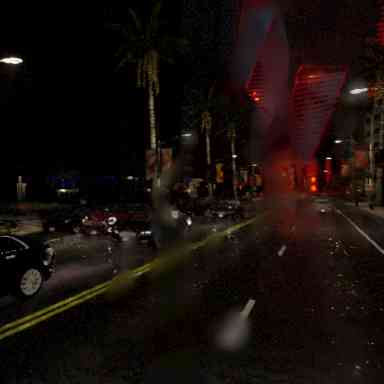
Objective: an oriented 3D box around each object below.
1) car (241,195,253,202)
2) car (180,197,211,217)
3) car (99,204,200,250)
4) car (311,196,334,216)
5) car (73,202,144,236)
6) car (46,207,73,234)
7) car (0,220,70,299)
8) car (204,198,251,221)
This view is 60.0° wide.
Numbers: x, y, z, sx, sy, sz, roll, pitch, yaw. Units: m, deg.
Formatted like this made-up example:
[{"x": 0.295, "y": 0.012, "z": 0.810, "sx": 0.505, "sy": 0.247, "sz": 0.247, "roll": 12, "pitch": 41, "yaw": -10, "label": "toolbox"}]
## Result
[{"x": 11.188, "y": 1.378, "z": 68.018, "sx": 2.231, "sy": 1.521, "sz": 4.892, "roll": 0, "pitch": 0, "yaw": 20, "label": "car"}, {"x": -0.171, "y": 1.471, "z": 28.237, "sx": 1.882, "sy": 1.535, "sz": 5.008, "roll": 0, "pitch": 0, "yaw": 21, "label": "car"}, {"x": -1.571, "y": 1.499, "z": 14.592, "sx": 2.128, "sy": 1.511, "sz": 4.902, "roll": 0, "pitch": 0, "yaw": 21, "label": "car"}, {"x": 12.358, "y": 1.425, "z": 31.516, "sx": 1.812, "sy": 1.442, "sz": 4.674, "roll": 0, "pitch": 0, "yaw": 20, "label": "car"}, {"x": -3.966, "y": 1.377, "z": 18.174, "sx": 2.097, "sy": 1.767, "sz": 4.553, "roll": 0, "pitch": 0, "yaw": 21, "label": "car"}, {"x": -6.619, "y": 1.558, "z": 19.902, "sx": 2.161, "sy": 1.482, "sz": 4.786, "roll": 0, "pitch": 0, "yaw": 20, "label": "car"}, {"x": -4.754, "y": 1.539, "z": 6.113, "sx": 1.837, "sy": 1.490, "sz": 4.892, "roll": 0, "pitch": 0, "yaw": 21, "label": "car"}, {"x": 2.985, "y": 1.462, "z": 26.690, "sx": 2.128, "sy": 1.511, "sz": 4.902, "roll": 0, "pitch": 0, "yaw": 21, "label": "car"}]
